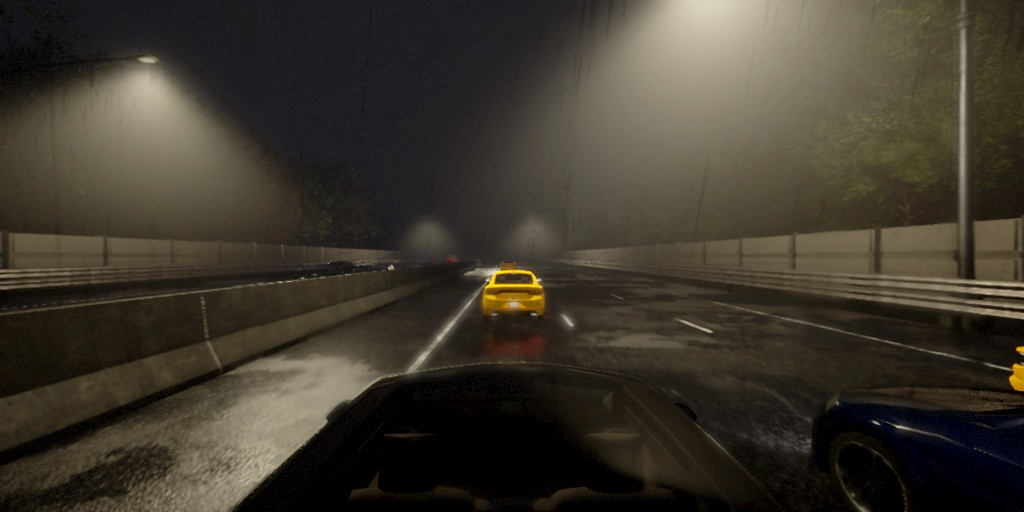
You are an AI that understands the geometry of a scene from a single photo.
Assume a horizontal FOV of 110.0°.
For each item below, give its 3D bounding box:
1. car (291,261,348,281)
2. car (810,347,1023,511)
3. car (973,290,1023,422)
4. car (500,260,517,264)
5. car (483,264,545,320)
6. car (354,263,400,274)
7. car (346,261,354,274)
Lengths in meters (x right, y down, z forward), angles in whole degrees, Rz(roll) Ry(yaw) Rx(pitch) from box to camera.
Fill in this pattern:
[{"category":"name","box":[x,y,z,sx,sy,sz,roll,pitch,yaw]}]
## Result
[{"category":"car","box":[-14.282,1.323,26.480,1.994,1.385,4.181,0,0,-1]},{"category":"car","box":[3.592,1.313,1.375,1.994,1.385,4.181,0,0,0]},{"category":"car","box":[7.093,1.226,2.278,1.882,1.535,5.008,0,0,0]},{"category":"car","box":[-0.403,1.242,43.515,1.882,1.535,5.008,0,0,-1]},{"category":"car","box":[0.056,1.231,12.680,1.882,1.535,5.008,0,0,0]},{"category":"car","box":[-10.830,1.307,29.872,2.033,1.411,5.357,0,0,-1]},{"category":"car","box":[-17.965,1.266,37.468,1.837,1.490,4.892,0,0,-1]}]
